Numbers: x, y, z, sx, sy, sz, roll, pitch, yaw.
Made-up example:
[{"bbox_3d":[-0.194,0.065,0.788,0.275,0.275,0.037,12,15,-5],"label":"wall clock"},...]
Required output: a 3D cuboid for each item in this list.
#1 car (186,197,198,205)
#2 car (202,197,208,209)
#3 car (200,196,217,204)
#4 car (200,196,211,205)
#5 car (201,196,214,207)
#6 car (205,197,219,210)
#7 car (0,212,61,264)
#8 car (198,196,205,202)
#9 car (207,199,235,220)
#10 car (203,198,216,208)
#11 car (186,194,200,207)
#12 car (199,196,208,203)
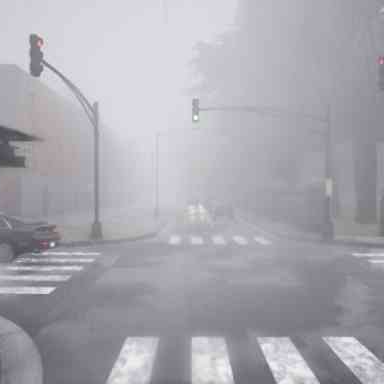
[{"bbox_3d":[0.010,1.725,63.549,2.033,1.411,5.357,0,0,0],"label":"car"},{"bbox_3d":[2.630,1.617,39.470,2.008,1.369,4.403,-1,0,0],"label":"car"},{"bbox_3d":[2.627,1.403,44.921,2.192,1.841,5.009,-1,0,0],"label":"car"},{"bbox_3d":[2.631,1.636,66.722,1.967,1.590,4.097,-1,0,0],"label":"car"},{"bbox_3d":[2.630,1.577,55.822,1.967,1.590,4.097,-1,0,0],"label":"car"},{"bbox_3d":[2.630,1.574,34.189,1.752,1.417,4.829,-1,0,0],"label":"car"},{"bbox_3d":[-7.006,1.462,11.344,4.892,1.490,1.837,0,-2,8],"label":"car"},{"bbox_3d":[2.636,1.937,93.971,2.008,1.369,4.403,-1,0,0],"label":"car"},{"bbox_3d":[2.630,1.584,28.569,2.008,1.369,4.403,-1,0,0],"label":"car"},{"bbox_3d":[2.631,1.638,50.540,1.752,1.417,4.829,-1,0,0],"label":"car"},{"bbox_3d":[0.060,1.479,53.526,2.097,1.767,4.553,0,0,0],"label":"car"},{"bbox_3d":[2.762,1.747,78.415,1.882,1.535,5.008,0,0,0],"label":"car"}]
